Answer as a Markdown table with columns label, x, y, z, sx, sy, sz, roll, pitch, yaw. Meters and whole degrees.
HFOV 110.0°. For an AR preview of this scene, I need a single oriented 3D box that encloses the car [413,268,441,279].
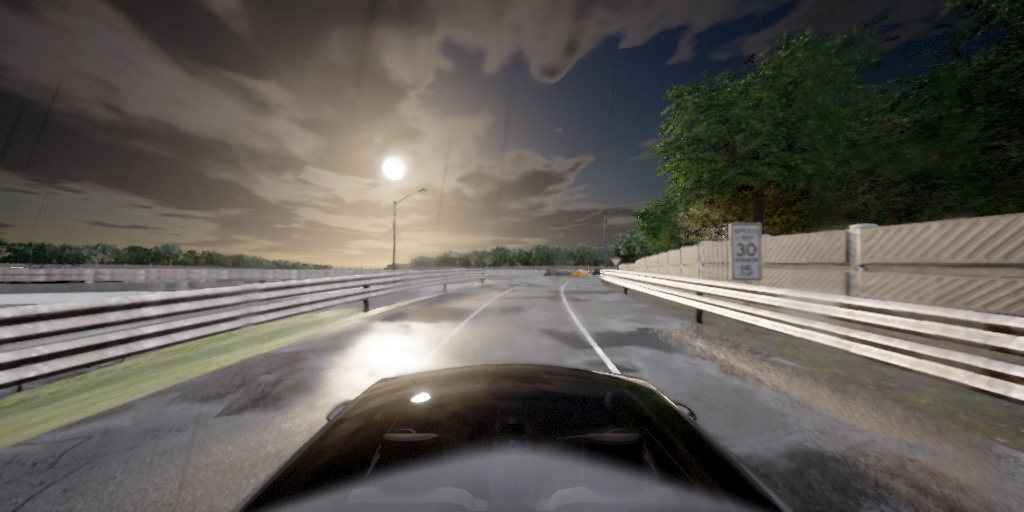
| label | x | y | z | sx | sy | sz | roll | pitch | yaw |
| --- | --- | --- | --- | --- | --- | --- | --- | --- | --- |
| car | -9.989 | 2.116 | 41.688 | 5.008 | 1.535 | 1.882 | 2 | -3 | -45 |

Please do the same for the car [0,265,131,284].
| label | x | y | z | sx | sy | sz | roll | pitch | yaw |
| --- | --- | --- | --- | --- | --- | --- | --- | --- | --- |
| car | -28.160 | 1.263 | 22.748 | 5.357 | 1.411 | 2.033 | 1 | -2 | -29 |

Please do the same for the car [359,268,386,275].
| label | x | y | z | sx | sy | sz | roll | pitch | yaw |
| --- | --- | --- | --- | --- | --- | --- | --- | --- | --- |
| car | -15.181 | 2.130 | 41.456 | 4.674 | 1.442 | 1.812 | 2 | -3 | -44 |

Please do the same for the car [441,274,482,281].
| label | x | y | z | sx | sy | sz | roll | pitch | yaw |
| --- | --- | --- | --- | --- | --- | --- | --- | --- | --- |
| car | -5.394 | 2.172 | 41.379 | 1.812 | 1.442 | 4.674 | -2 | -3 | 44 |
